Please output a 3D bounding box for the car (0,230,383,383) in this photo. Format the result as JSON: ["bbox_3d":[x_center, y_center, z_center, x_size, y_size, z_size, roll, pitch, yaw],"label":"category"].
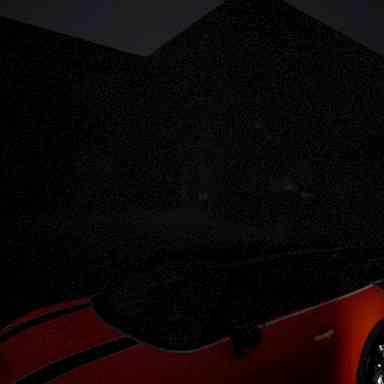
[{"bbox_3d":[0.181,1.368,3.513,4.553,1.767,2.097,0,0,-36],"label":"car"}]
